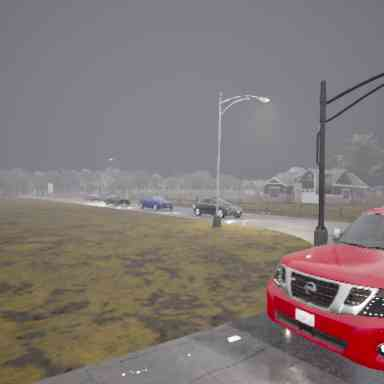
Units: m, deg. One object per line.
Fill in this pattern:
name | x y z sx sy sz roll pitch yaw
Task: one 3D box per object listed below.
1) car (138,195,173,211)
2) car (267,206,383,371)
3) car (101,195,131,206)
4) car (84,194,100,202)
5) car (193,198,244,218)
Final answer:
car | -3.793 1.084 34.581 1.882 1.535 5.008 2 0 -36
car | 3.872 1.223 5.452 5.566 2.045 2.150 0 -1 -27
car | -9.583 1.108 42.733 1.895 1.301 4.718 2 -1 -35
car | -18.249 1.007 61.104 2.033 1.411 5.357 2 -1 -35
car | 2.003 1.227 26.434 1.837 1.490 4.892 2 0 -35
